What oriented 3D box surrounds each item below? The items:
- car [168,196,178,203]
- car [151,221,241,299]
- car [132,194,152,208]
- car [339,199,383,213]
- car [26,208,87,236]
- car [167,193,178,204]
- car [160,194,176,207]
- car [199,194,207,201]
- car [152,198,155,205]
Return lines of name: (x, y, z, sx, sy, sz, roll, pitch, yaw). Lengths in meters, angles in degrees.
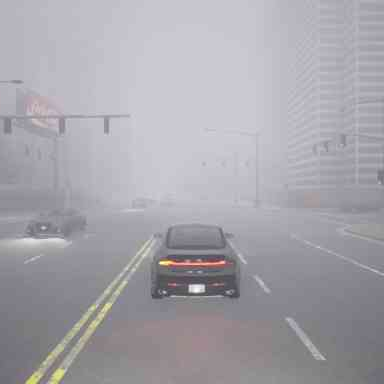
car: (-3.962, 1.595, 71.344, 1.895, 1.301, 4.718, 0, 0, 0)
car: (0.056, 1.505, 8.462, 1.837, 1.490, 4.892, 0, 0, -1)
car: (-7.409, 1.491, 47.742, 2.128, 1.511, 4.902, 0, 0, 0)
car: (18.448, 1.477, 35.673, 5.008, 1.535, 1.882, 0, 0, -1)
car: (-7.213, 1.564, 18.110, 1.994, 1.385, 4.181, 0, 0, -1)
car: (-3.959, 1.221, 61.298, 2.150, 2.045, 5.566, 0, 0, 0)
car: (-3.911, 1.526, 51.719, 1.812, 1.442, 4.674, 0, 0, 0)
car: (2.924, 1.355, 88.718, 2.097, 1.767, 4.553, 0, 0, 0)
car: (-7.449, 1.601, 57.006, 1.895, 1.301, 4.718, 0, 0, 0)
